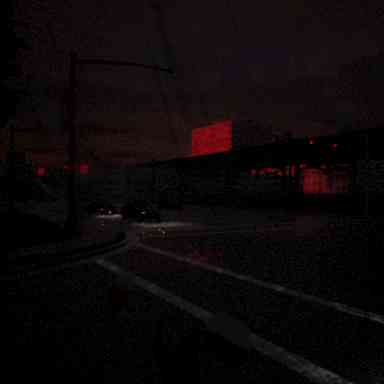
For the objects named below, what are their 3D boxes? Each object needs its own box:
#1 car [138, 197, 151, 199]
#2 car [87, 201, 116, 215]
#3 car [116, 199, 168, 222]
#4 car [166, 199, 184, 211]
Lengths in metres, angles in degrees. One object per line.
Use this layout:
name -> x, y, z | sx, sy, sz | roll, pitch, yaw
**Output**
car -> -8.749, 1.629, 59.787 | 2.097, 1.767, 4.553 | 1, 0, -34
car -> -9.807, 1.682, 36.033 | 2.033, 1.411, 5.357 | 1, 0, -33
car -> -4.280, 1.599, 27.755 | 1.882, 1.535, 5.008 | 1, 0, -34
car -> -2.926, 1.704, 44.878 | 1.882, 1.535, 5.008 | 1, 0, -34
